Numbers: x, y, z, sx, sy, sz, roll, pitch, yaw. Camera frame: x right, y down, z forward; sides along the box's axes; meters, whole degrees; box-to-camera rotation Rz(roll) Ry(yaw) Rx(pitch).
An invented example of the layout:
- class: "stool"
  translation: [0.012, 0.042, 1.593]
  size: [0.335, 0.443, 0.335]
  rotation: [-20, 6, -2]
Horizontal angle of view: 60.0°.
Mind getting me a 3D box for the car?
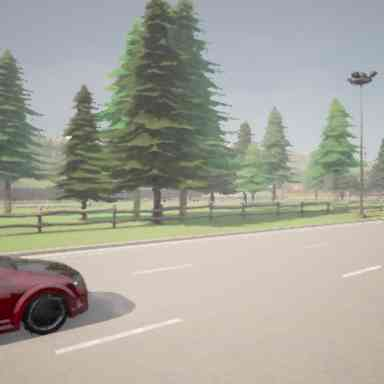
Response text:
- class: "car"
  translation: [-3.855, 1.565, 5.297]
  size: [4.181, 1.385, 1.994]
  rotation: [0, 0, -35]
